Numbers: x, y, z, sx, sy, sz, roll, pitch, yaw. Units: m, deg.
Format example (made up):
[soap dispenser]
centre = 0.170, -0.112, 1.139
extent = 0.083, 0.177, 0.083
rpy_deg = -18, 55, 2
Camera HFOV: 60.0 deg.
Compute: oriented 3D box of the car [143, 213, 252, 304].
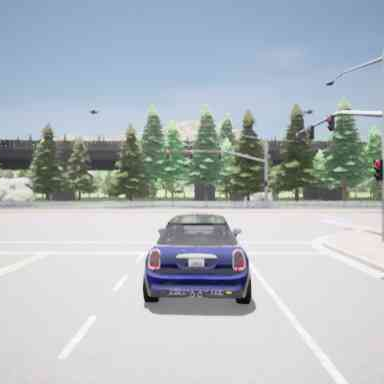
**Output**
[car]
centre = 0.178, 1.313, 8.242
extent = 2.097, 1.767, 4.553
rpy_deg = 0, 0, 3
